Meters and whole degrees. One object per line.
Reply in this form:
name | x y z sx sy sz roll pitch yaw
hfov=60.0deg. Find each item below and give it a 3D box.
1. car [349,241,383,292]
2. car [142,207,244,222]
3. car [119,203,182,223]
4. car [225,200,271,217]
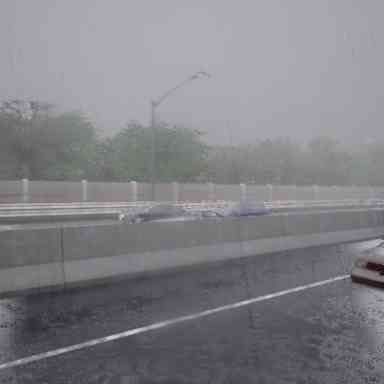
car | 5.926 1.571 7.913 5.357 1.411 2.033 0 0 -35
car | 0.137 1.619 16.917 4.718 1.301 1.895 0 0 -35
car | -2.710 1.509 23.463 4.902 1.511 2.128 0 0 -35
car | 3.399 1.392 23.442 4.553 1.767 2.097 0 0 -35
